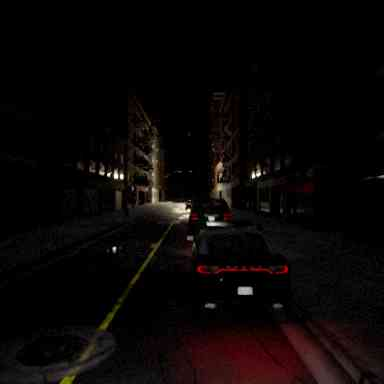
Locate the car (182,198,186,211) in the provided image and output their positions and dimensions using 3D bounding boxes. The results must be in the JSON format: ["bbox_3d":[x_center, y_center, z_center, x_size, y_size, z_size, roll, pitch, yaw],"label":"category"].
[{"bbox_3d":[0.007,1.877,46.410,2.033,1.411,5.357,0,0,1],"label":"car"}]

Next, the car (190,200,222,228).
[{"bbox_3d":[0.891,1.517,24.056,2.097,1.767,4.553,0,0,0],"label":"car"}]

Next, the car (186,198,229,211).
[{"bbox_3d":[0.894,1.349,18.117,2.150,2.045,5.566,0,0,0],"label":"car"}]

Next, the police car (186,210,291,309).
[{"bbox_3d":[0.897,1.481,8.195,1.930,1.638,5.238,0,0,0],"label":"police car"}]
